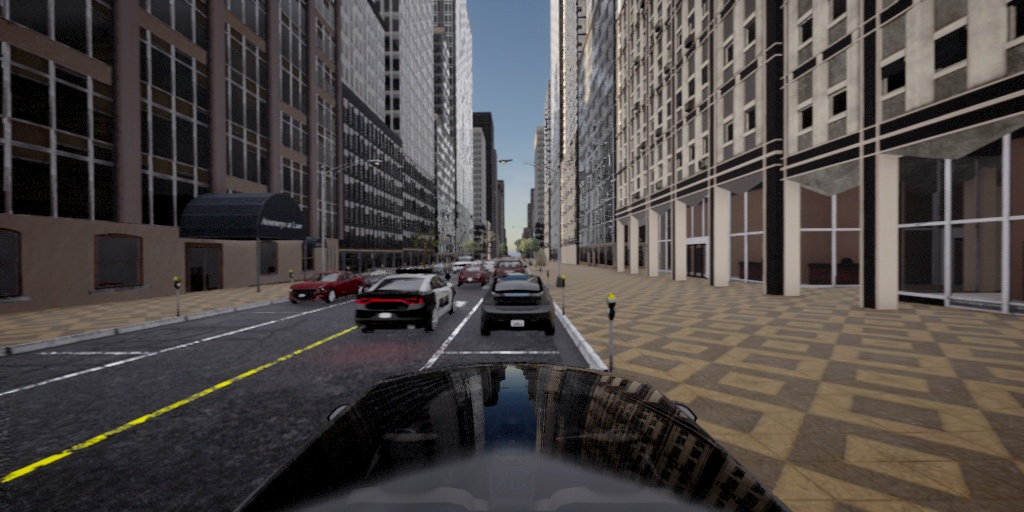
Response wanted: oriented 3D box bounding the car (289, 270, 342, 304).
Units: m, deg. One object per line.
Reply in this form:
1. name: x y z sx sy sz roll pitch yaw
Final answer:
1. car: -8.563 1.371 16.949 1.888 1.381 4.507 0 0 1

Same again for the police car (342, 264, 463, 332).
1. police car: -2.971 1.209 11.104 1.930 1.638 5.238 0 0 1

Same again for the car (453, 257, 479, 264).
1. car: -5.523 1.080 42.280 2.150 2.045 5.566 0 0 1

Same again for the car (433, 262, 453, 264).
1. car: -8.190 1.416 39.680 2.007 1.370 4.403 0 0 1

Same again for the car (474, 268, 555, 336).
1. car: 0.164 1.269 10.468 1.837 1.490 4.892 0 0 1

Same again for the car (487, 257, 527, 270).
1. car: -0.091 1.104 22.494 2.192 1.841 5.009 0 0 1

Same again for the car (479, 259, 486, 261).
1. car: -2.412 1.361 40.558 1.812 1.442 4.674 0 0 1

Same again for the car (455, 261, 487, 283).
1. car: -2.661 1.335 25.421 1.812 1.442 4.674 0 0 1
